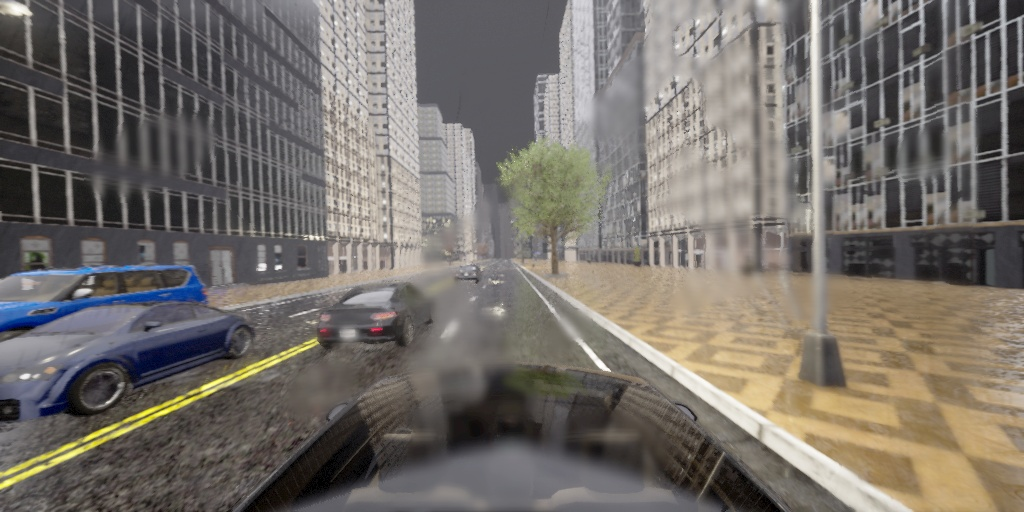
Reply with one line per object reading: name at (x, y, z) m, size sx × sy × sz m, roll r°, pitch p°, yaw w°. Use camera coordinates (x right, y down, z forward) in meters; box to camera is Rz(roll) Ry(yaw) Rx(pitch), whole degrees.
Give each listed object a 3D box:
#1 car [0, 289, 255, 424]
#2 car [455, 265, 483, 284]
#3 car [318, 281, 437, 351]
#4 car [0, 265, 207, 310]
car at (-6.634, 1.510, 6.160) m, size 1.994 × 1.385 × 4.181 m, roll -2°, pitch 0°, yaw -1°
car at (-3.480, 1.447, 29.538) m, size 2.033 × 1.411 × 5.357 m, roll -2°, pitch 0°, yaw -1°
car at (-3.230, 1.381, 9.362) m, size 1.812 × 1.442 × 4.674 m, roll -2°, pitch 0°, yaw -1°
car at (-9.919, 1.263, 8.187) m, size 2.150 × 2.045 × 5.566 m, roll -2°, pitch 0°, yaw -1°
